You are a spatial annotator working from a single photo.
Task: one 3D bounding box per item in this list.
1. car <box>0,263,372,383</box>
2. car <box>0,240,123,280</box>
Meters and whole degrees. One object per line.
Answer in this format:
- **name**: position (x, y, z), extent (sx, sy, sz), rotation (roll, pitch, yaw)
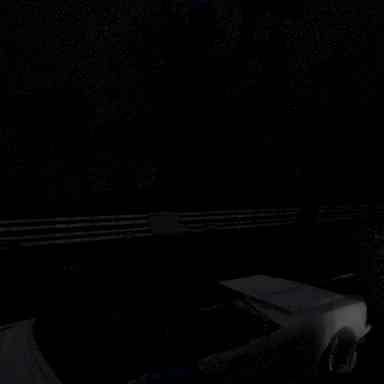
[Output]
- **car**: position (-0.009, 1.599, 3.718), extent (4.718, 1.301, 1.895), rotation (0, 0, -35)
- **car**: position (-3.518, 1.544, 5.518), extent (5.357, 1.411, 2.033), rotation (0, 0, -36)
